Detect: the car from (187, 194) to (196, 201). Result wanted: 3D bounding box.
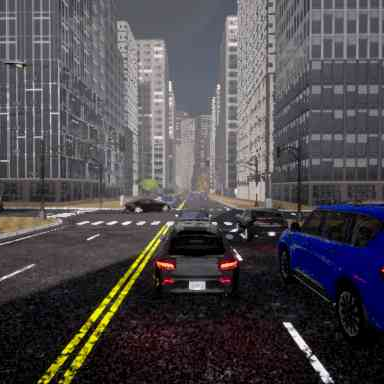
[{"bbox_3d":[-0.069,1.443,79.627,1.812,1.442,4.674,0,0,0],"label":"car"}]

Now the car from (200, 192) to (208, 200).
[{"bbox_3d":[3.172,0.967,89.659,2.150,2.045,5.566,0,0,0],"label":"car"}]

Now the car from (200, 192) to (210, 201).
[{"bbox_3d":[3.181,1.443,79.630,1.812,1.442,4.674,0,0,0],"label":"car"}]

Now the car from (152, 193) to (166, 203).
[{"bbox_3d":[-6.580,1.162,67.242,2.150,2.045,5.566,0,0,0],"label":"car"}]

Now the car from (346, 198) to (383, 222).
[{"bbox_3d":[16.176,1.519,28.434,5.009,1.841,2.192,1,0,1],"label":"car"}]

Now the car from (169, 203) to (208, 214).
[{"bbox_3d":[0.086,1.538,17.584,2.033,1.411,5.357,0,0,0],"label":"car"}]

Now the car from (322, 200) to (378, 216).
[{"bbox_3d":[16.196,1.616,34.219,4.892,1.490,1.837,0,1,0],"label":"car"}]

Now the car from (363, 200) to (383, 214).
[{"bbox_3d":[21.778,1.643,36.725,4.829,1.417,1.752,1,0,1],"label":"car"}]

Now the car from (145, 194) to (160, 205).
[{"bbox_3d":[-6.635,1.309,56.512,2.097,1.767,4.553,0,0,0],"label":"car"}]

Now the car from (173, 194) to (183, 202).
[{"bbox_3d":[-3.319,1.284,77.418,2.097,1.767,4.553,0,0,0],"label":"car"}]

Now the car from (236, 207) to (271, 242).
[{"bbox_3d":[3.336,1.496,16.314,1.837,1.490,4.892,0,0,0],"label":"car"}]

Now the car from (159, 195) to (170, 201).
[{"bbox_3d":[-6.570,1.464,79.434,2.033,1.411,5.357,0,0,0],"label":"car"}]

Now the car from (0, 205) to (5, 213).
[{"bbox_3d":[-20.170,1.401,31.592,4.181,1.385,1.994,1,1,1],"label":"car"}]

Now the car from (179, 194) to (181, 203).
[{"bbox_3d":[-3.385,1.503,57.394,2.033,1.411,5.357,0,0,0],"label":"car"}]

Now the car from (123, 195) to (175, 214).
[{"bbox_3d":[-4.635,1.403,34.522,5.008,1.535,1.882,0,2,-33],"label":"car"}]

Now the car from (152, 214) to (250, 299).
[{"bbox_3d":[0.092,1.522,8.310,1.812,1.442,4.674,0,0,0],"label":"car"}]

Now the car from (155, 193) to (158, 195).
[{"bbox_3d":[-6.669,1.318,47.873,2.097,1.767,4.553,0,0,1],"label":"car"}]

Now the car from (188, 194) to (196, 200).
[{"bbox_3d":[-0.078,1.282,89.627,2.033,1.411,5.357,0,0,0],"label":"car"}]

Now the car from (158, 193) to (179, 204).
[{"bbox_3d":[-3.387,1.318,47.921,2.097,1.767,4.553,0,0,0],"label":"car"}]

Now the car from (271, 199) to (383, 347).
[{"bbox_3d":[3.348,1.218,6.453,2.150,2.045,5.566,0,0,0],"label":"car"}]
